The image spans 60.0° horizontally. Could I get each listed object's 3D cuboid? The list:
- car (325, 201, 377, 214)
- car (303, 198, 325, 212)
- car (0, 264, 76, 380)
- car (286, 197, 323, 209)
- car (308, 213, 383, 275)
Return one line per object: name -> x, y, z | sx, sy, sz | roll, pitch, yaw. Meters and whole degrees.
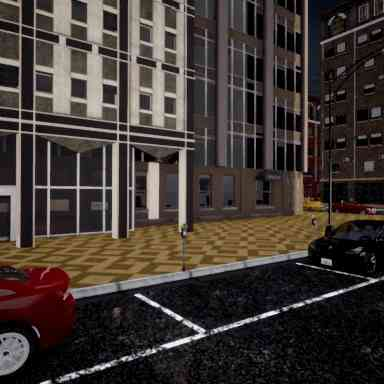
car -> 15.550, 1.535, 32.189 | 1.802, 1.307, 4.206 | 0, 0, -36
car -> 12.341, 1.468, 36.647 | 1.752, 1.417, 4.829 | 0, 0, -36
car -> -3.740, 1.545, 3.885 | 4.507, 1.381, 1.887 | 0, 0, -36
car -> 15.634, 1.500, 46.415 | 1.752, 1.417, 4.829 | 0, 0, -36
car -> 5.509, 1.567, 10.510 | 4.313, 1.339, 1.947 | 0, 0, -36
